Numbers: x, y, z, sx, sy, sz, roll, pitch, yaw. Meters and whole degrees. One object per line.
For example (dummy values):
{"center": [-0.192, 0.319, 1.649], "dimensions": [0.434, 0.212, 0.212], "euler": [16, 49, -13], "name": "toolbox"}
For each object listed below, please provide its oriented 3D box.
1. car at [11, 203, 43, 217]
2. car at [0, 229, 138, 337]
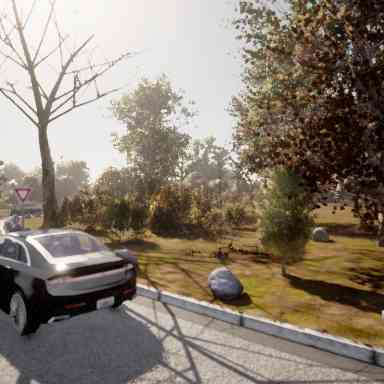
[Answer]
{"center": [-20.106, 2.139, 40.805], "dimensions": [2.097, 1.767, 4.553], "euler": [-1, -2, 1], "name": "car"}
{"center": [-3.130, 1.506, 6.771], "dimensions": [4.902, 1.511, 2.128], "euler": [0, 0, 42], "name": "car"}
